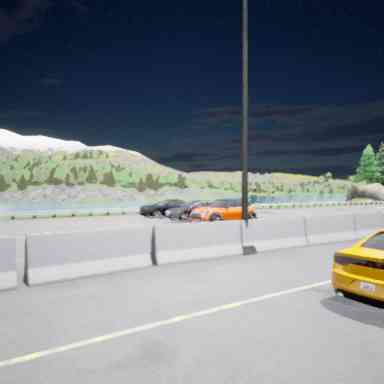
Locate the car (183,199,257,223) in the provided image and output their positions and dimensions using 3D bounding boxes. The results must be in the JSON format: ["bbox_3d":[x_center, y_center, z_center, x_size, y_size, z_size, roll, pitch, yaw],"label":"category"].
[{"bbox_3d":[2.085,1.247,22.005,4.553,1.767,2.097,0,0,-33],"label":"car"}]

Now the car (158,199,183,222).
[{"bbox_3d":[0.322,1.371,25.033,4.902,1.511,2.128,0,0,-33],"label":"car"}]

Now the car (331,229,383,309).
[{"bbox_3d":[5.042,1.445,6.985,5.008,1.535,1.882,0,0,-33],"label":"car"}]

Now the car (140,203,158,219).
[{"bbox_3d":[-1.887,1.344,27.776,5.008,1.535,1.882,0,0,-33],"label":"car"}]
